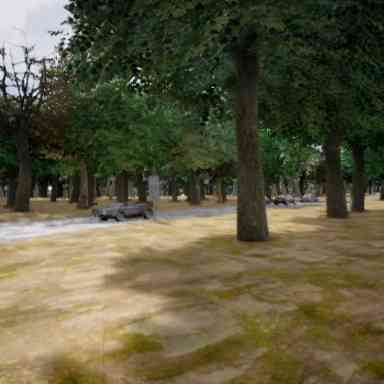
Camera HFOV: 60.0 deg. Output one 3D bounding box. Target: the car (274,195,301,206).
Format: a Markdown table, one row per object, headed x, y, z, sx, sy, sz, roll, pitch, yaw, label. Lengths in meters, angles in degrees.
| x | y | z | sx | sy | sz | roll | pitch | yaw | label |
| --- | --- | --- | --- | --- | --- | --- | --- | --- | --- |
| 13.510 | 1.176 | 48.027 | 1.837 | 1.490 | 4.892 | -2 | -1 | 38 | car |

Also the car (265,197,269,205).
| x | y | z | sx | sy | sz | roll | pitch | yaw | label |
| --- | --- | --- | --- | --- | --- | --- | --- | --- | --- |
| 9.779 | 1.304 | 49.103 | 1.812 | 1.442 | 4.674 | -2 | -1 | 38 | car |

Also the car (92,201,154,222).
| x | y | z | sx | sy | sz | roll | pitch | yaw | label |
| --- | --- | --- | --- | --- | --- | --- | --- | --- | --- |
| -4.812 | 1.379 | 24.556 | 1.994 | 1.385 | 4.181 | -2 | -1 | 38 | car |

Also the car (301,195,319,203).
| x | y | z | sx | sy | sz | roll | pitch | yaw | label |
| --- | --- | --- | --- | --- | --- | --- | --- | --- | --- |
| 19.881 | 1.174 | 56.283 | 2.033 | 1.411 | 5.357 | -2 | -1 | 38 | car |

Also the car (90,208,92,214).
| x | y | z | sx | sy | sz | roll | pitch | yaw | label |
| --- | --- | --- | --- | --- | --- | --- | --- | --- | --- |
| -6.291 | 1.506 | 28.514 | 1.895 | 1.301 | 4.718 | -2 | -1 | 38 | car |
